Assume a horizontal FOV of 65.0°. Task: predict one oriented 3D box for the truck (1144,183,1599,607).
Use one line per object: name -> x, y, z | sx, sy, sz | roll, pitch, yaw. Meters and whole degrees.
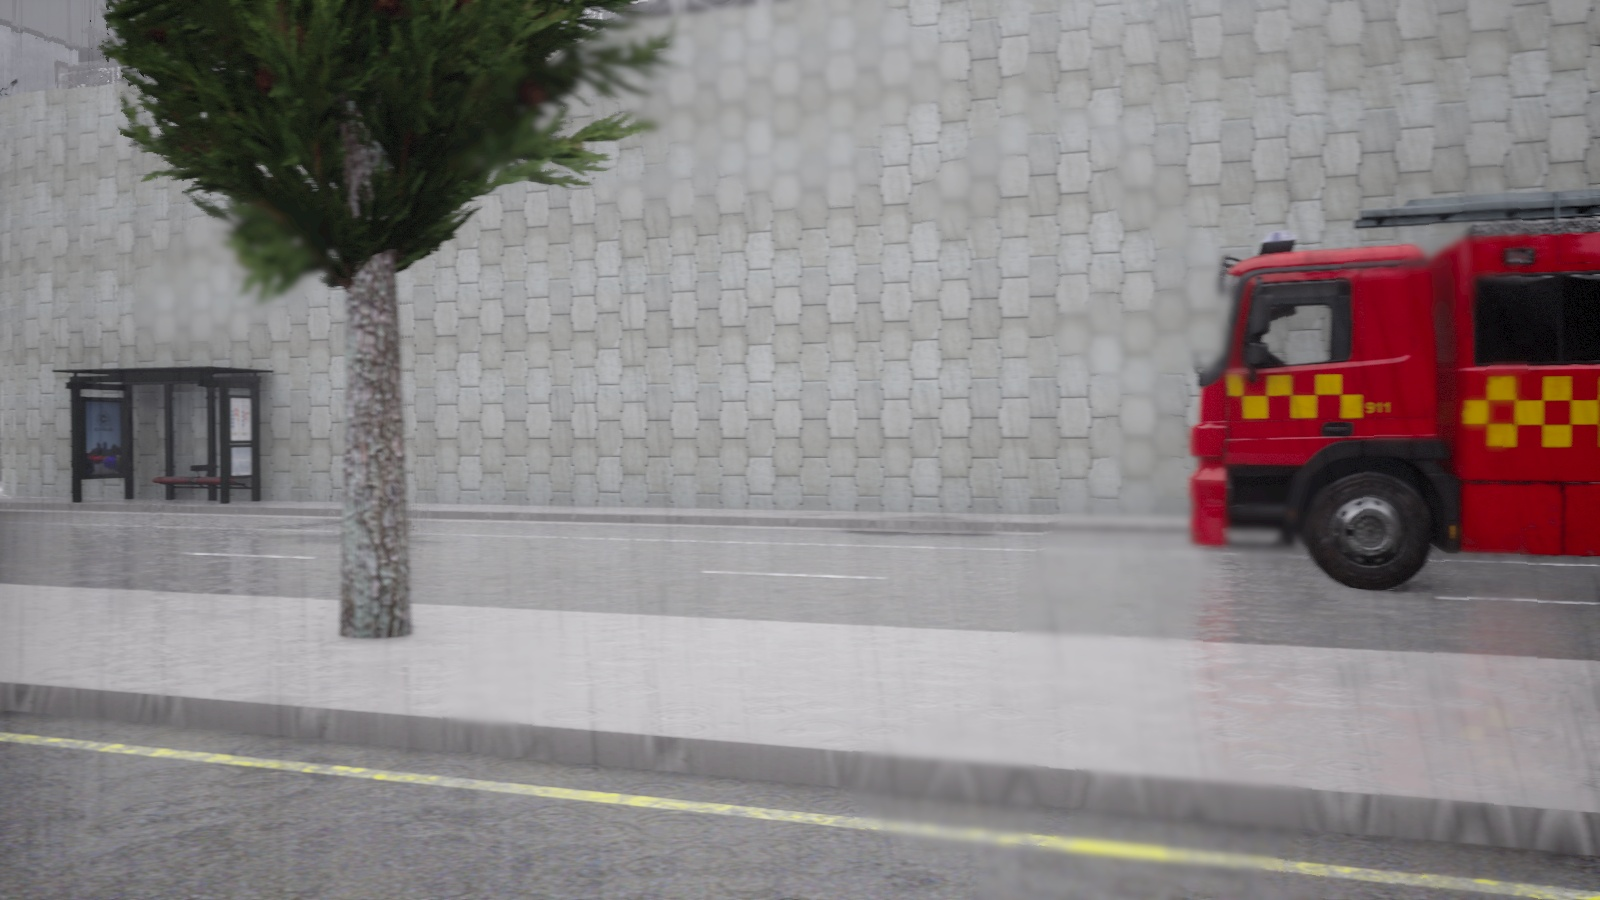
truck -> 7.948, -0.511, 12.629 | 8.468, 3.827, 2.891 | 1, 1, 19
